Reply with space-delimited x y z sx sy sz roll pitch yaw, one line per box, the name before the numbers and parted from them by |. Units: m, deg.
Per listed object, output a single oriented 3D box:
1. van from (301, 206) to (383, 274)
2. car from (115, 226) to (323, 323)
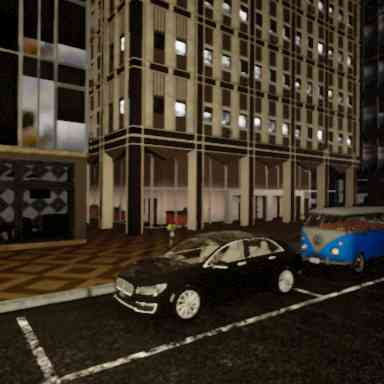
van | 5.085 1.360 10.351 3.998 1.788 1.690 0 0 -35
car | 0.555 1.560 7.124 4.403 1.369 2.008 0 0 -35
